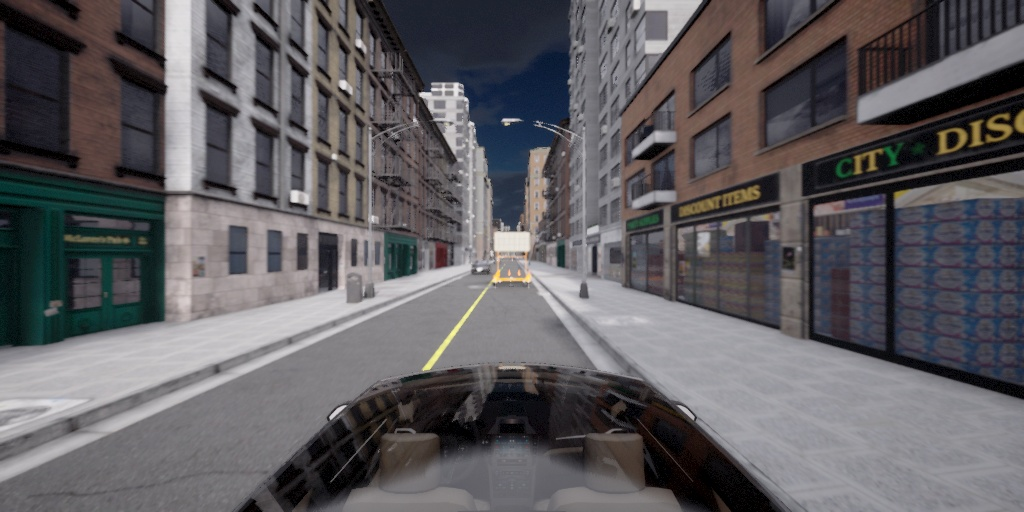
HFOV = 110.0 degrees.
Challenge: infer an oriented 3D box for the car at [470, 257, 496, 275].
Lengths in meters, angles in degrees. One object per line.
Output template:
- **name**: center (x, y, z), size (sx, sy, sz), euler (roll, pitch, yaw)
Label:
- **car**: center (-3.094, 1.134, 36.660), size (2.128, 1.511, 4.902), euler (0, 0, 0)

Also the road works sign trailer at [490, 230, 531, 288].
- **road works sign trailer**: center (0.004, 0.153, 22.968), size (2.380, 3.560, 2.880), euler (0, 0, 0)
